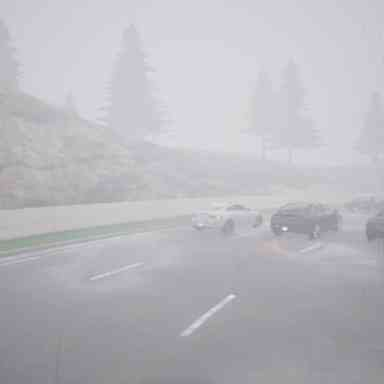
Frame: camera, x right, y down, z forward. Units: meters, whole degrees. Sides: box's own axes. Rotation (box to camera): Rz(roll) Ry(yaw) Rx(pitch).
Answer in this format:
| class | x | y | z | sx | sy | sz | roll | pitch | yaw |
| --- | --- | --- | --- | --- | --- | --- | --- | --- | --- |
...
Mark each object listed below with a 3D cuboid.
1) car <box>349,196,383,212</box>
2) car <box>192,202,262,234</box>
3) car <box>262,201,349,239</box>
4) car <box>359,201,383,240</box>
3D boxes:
| class | x | y | z | sx | sy | sz | roll | pitch | yaw |
| --- | --- | --- | --- | --- | --- | --- | --- | --- | --- |
| car | 15.014 | 1.022 | 27.792 | 4.718 | 1.301 | 1.895 | -1 | 1 | -30 |
| car | 1.881 | 1.229 | 17.049 | 1.812 | 1.442 | 4.674 | 0 | 1 | 40 |
| car | 5.448 | 1.206 | 15.503 | 1.837 | 1.490 | 4.892 | 0 | 1 | 42 |
| car | 8.891 | 1.260 | 14.069 | 1.994 | 1.385 | 4.181 | 0 | 1 | 43 |
